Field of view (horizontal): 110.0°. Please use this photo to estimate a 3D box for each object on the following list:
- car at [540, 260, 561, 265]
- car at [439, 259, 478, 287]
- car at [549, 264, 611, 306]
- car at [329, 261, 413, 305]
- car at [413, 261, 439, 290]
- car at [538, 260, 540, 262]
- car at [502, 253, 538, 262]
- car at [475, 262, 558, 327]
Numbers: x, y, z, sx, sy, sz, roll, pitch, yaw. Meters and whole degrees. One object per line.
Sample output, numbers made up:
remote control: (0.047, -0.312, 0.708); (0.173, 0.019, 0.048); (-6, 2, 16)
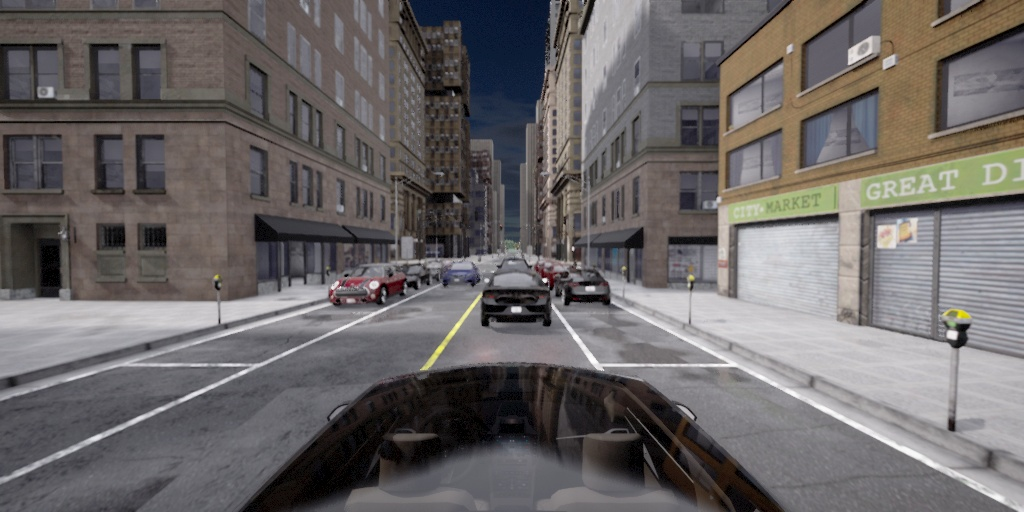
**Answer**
car: (2.801, 1.092, 20.249); (1.888, 1.381, 4.507); (0, 0, 0)
car: (-3.019, 1.052, 22.089); (1.812, 1.442, 4.674); (0, 0, 1)
car: (2.788, 1.173, 14.745); (1.948, 1.339, 4.313); (0, 0, 0)
car: (-5.737, 1.046, 14.763); (1.967, 1.591, 4.097); (0, 0, 0)
car: (-5.725, 1.112, 20.269); (1.948, 1.339, 4.313); (0, 0, 0)
car: (2.813, 1.033, 25.754); (1.888, 1.381, 4.507); (0, 0, 0)
car: (0.142, 0.894, 20.622); (2.097, 1.767, 4.553); (0, 1, 0)
car: (0.117, 1.124, 11.157); (1.882, 1.535, 5.008); (0, 0, 0)
